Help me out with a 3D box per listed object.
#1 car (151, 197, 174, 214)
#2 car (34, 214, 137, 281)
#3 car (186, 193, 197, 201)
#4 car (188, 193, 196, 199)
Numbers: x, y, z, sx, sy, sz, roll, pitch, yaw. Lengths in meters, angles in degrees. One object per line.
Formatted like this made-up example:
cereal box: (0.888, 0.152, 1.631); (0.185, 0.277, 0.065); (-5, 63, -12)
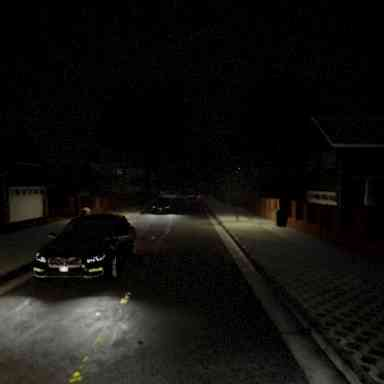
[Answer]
car: (-2.791, 1.285, 32.031); (1.837, 1.490, 4.892); (0, 0, 1)
car: (-2.813, 1.454, 9.767); (1.837, 1.490, 4.892); (0, 0, 0)
car: (-0.013, 0.951, 65.315); (1.837, 1.490, 4.892); (0, 1, 0)
car: (-0.015, 0.826, 75.768); (1.895, 1.301, 4.718); (0, 1, 0)
